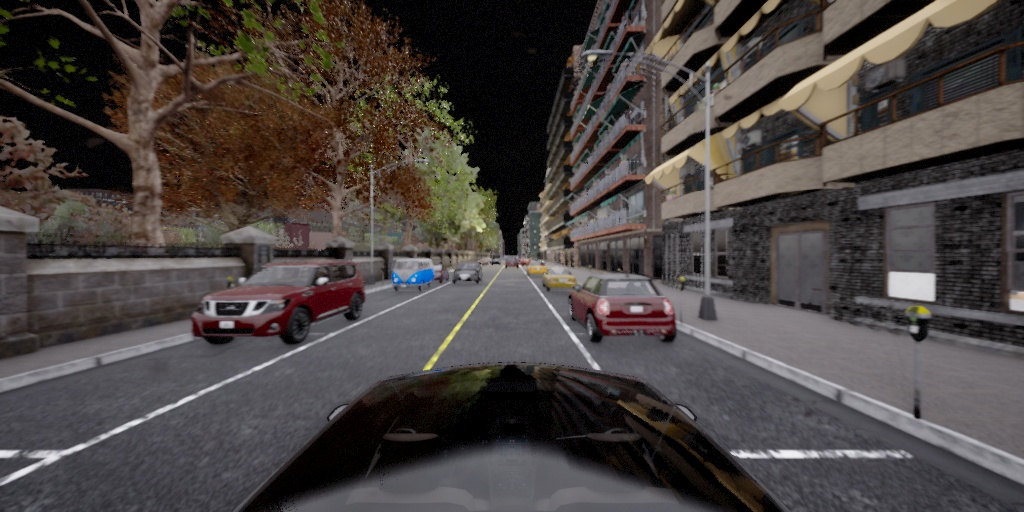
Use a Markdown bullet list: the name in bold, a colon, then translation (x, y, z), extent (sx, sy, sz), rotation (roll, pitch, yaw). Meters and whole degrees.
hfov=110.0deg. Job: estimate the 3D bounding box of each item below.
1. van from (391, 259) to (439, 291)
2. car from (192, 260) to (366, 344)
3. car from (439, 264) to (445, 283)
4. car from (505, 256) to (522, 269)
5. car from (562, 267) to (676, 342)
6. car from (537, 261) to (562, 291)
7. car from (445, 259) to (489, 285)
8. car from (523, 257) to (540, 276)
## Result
- **van**: translation (-5.689, 1.035, 20.931), extent (1.690, 1.789, 3.998), rotation (0, 0, 0)
- **car**: translation (-5.689, 1.040, 9.671), extent (2.192, 1.841, 5.009), rotation (0, 0, 0)
- **car**: translation (-5.689, 1.262, 26.561), extent (1.802, 1.307, 4.207), rotation (0, 0, 0)
- **car**: translation (0.002, 0.969, 54.100), extent (2.097, 1.767, 4.553), rotation (0, 0, 0)
- **car**: translation (2.691, 1.165, 9.670), extent (1.967, 1.591, 4.097), rotation (0, 0, 0)
- **car**: translation (2.692, 1.219, 21.101), extent (1.751, 1.417, 4.829), rotation (0, 0, 0)
- **car**: translation (-3.096, 1.173, 25.745), extent (2.128, 1.511, 4.902), rotation (0, 0, 0)
- **car**: translation (2.351, 1.117, 34.771), extent (1.801, 1.575, 5.366), rotation (0, 0, 0)
